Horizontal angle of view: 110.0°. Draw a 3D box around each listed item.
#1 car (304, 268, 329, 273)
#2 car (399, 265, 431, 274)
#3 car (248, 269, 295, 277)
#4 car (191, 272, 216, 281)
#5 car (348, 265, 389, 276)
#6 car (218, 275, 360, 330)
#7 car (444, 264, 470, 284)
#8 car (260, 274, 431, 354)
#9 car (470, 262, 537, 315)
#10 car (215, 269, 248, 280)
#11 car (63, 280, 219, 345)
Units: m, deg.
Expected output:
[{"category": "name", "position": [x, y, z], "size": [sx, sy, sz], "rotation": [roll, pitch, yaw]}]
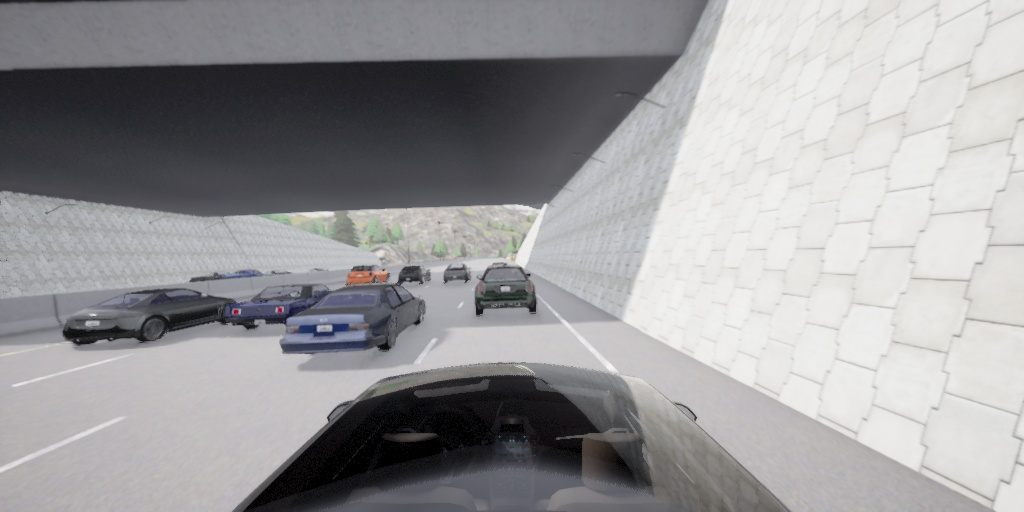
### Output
[{"category": "car", "position": [-22.505, 2.050, 41.320], "size": [1.994, 1.385, 4.181], "rotation": [-2, 0, -2]}, {"category": "car", "position": [-7.876, 1.499, 29.306], "size": [1.837, 1.490, 4.892], "rotation": [-2, 0, -2]}, {"category": "car", "position": [-25.927, 2.206, 39.120], "size": [1.895, 1.301, 4.718], "rotation": [-2, 0, -2]}, {"category": "car", "position": [-32.949, 2.446, 39.857], "size": [1.895, 1.301, 4.718], "rotation": [-2, 0, -2]}, {"category": "car", "position": [-11.359, 1.467, 28.631], "size": [2.097, 1.767, 4.553], "rotation": [-2, 0, -2]}, {"category": "car", "position": [-7.224, 1.589, 12.383], "size": [1.895, 1.301, 4.718], "rotation": [-2, 0, -2]}, {"category": "car", "position": [-4.372, 1.366, 29.164], "size": [2.128, 1.511, 4.902], "rotation": [-2, 0, -2]}, {"category": "car", "position": [-3.621, 1.415, 9.286], "size": [2.033, 1.411, 5.357], "rotation": [-2, 0, -2]}, {"category": "car", "position": [-0.286, 1.100, 13.846], "size": [2.097, 1.767, 4.553], "rotation": [-2, 0, -2]}, {"category": "car", "position": [-29.442, 2.203, 39.508], "size": [1.882, 1.535, 5.008], "rotation": [-2, 0, -2]}, {"category": "car", "position": [-10.684, 1.672, 11.095], "size": [1.994, 1.385, 4.181], "rotation": [-2, 0, -2]}]
